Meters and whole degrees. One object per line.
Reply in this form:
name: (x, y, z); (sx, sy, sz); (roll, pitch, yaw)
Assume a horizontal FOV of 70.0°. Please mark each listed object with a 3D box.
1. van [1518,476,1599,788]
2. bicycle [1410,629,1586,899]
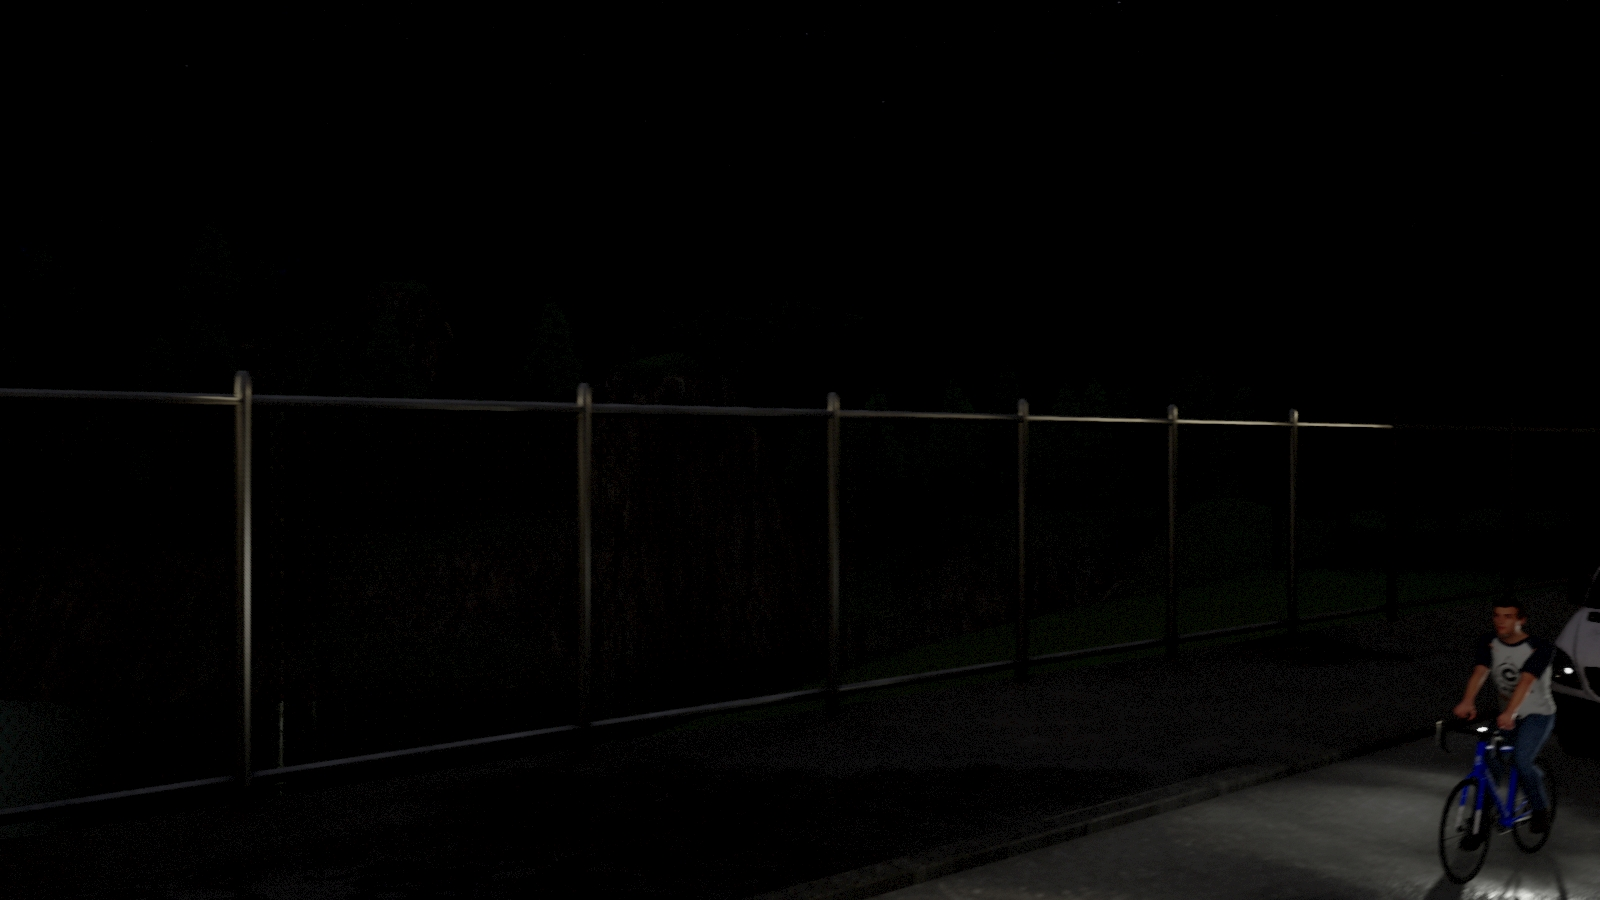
van: (9.292, 1.537, 10.903); (5.915, 2.561, 1.988); (0, 0, -35)
bicycle: (4.724, 2.057, 7.694); (1.643, 1.496, 0.373); (0, 0, -35)
